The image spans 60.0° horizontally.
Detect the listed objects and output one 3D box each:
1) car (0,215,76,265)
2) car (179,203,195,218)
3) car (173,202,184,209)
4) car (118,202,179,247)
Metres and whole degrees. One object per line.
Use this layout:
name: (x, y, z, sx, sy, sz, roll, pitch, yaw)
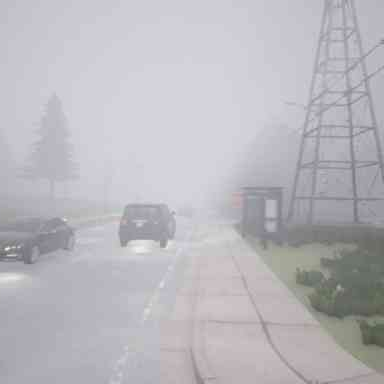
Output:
car: (-5.965, 1.658, 12.407, 1.837, 1.490, 4.892, 1, -1, 3)
car: (-0.979, 2.420, 41.689, 1.812, 1.442, 4.674, 1, -1, 3)
car: (-3.029, 3.108, 74.797, 2.033, 1.411, 5.357, 1, -1, 3)
car: (-2.151, 1.559, 17.090, 2.150, 2.045, 5.566, 1, -1, 3)
